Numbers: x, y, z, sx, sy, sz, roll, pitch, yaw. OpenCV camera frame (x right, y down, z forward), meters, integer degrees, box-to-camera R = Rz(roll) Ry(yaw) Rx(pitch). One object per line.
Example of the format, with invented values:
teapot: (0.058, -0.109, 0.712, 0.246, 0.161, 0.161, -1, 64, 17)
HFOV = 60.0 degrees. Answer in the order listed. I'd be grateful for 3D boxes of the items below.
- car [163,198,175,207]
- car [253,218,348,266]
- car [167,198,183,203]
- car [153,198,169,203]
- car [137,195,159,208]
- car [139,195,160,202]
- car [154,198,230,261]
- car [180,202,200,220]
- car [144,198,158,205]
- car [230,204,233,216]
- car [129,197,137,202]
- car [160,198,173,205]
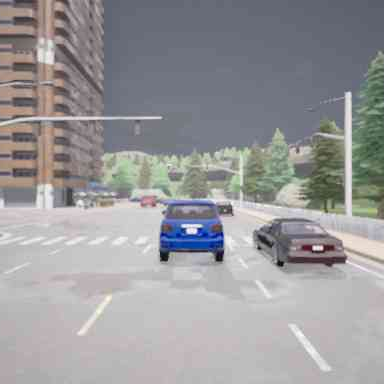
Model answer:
car: (-4.051, 1.888, 59.287, 1.882, 1.535, 5.008, 0, 0, 0)
car: (3.498, 1.628, 11.799, 2.033, 1.411, 5.357, 0, 0, 0)
car: (-4.508, 2.194, 86.591, 1.895, 1.301, 4.718, 0, -1, -39)
car: (-7.970, 2.144, 85.301, 1.994, 1.385, 4.181, 0, -1, -44)
car: (-7.528, 1.626, 57.769, 2.150, 2.045, 5.566, 0, -1, 0)
car: (-11.956, 1.789, 93.645, 5.566, 2.045, 2.150, 0, 0, 32)
car: (-0.009, 1.309, 12.783, 2.150, 2.045, 5.566, 0, -1, 0)
car: (-0.170, 1.762, 31.979, 1.812, 1.442, 4.674, 0, 0, 0)
car: (-9.041, 2.036, 73.450, 2.128, 1.511, 4.902, 0, 0, -20)
car: (3.301, 1.729, 35.948, 1.882, 1.535, 5.008, 0, 0, 0)
car: (-15.323, 2.156, 91.687, 4.674, 1.442, 1.812, 0, 0, 32)
car: (-5.748, 2.070, 74.630, 1.994, 1.385, 4.181, 0, 0, -20)
